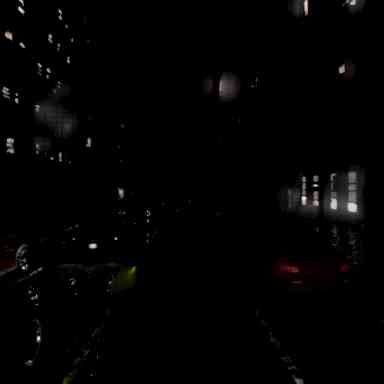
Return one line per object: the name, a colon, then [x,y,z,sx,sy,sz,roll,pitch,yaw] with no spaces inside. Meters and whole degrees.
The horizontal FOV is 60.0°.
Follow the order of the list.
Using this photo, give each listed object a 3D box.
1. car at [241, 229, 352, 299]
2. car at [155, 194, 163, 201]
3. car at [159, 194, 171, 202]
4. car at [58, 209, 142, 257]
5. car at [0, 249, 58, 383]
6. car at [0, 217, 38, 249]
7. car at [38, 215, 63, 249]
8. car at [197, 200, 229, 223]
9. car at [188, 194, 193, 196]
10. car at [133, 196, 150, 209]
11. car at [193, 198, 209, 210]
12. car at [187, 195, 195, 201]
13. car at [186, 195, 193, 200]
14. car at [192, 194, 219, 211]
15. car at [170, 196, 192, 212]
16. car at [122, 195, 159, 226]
car: [2.302,1.552,8.140,1.802,1.307,4.206,-1,0,-2]
car: [-8.456,1.359,85.459,1.967,1.590,4.097,-1,0,-2]
car: [-5.256,1.460,68.658,1.895,1.301,4.718,0,0,-2]
car: [-3.288,1.569,12.799,1.994,1.385,4.181,0,0,-2]
car: [-2.916,1.582,2.828,1.994,1.385,4.181,0,0,-2]
car: [-5.579,1.470,7.825,1.967,1.590,4.097,-1,0,-2]
car: [-5.782,1.604,13.371,1.802,1.307,4.206,-1,0,-2]
car: [1.681,1.514,24.775,1.947,1.339,4.313,-1,0,-2]
car: [0.653,1.475,52.501,1.947,1.339,4.313,-1,0,-2]
car: [-7.017,1.418,46.642,1.967,1.590,4.097,-1,0,-2]
car: [1.065,1.508,41.410,1.802,1.307,4.206,-1,0,-2]
car: [-0.381,1.393,80.396,1.752,1.417,4.829,-1,0,-2]
car: [-0.785,1.432,91.317,1.802,1.307,4.206,-1,0,-2]
car: [1.470,1.256,30.319,2.192,1.841,5.009,-1,0,-2]
car: [-1.245,1.475,37.604,1.812,1.442,4.674,0,0,-2]
car: [-3.650,1.343,22.888,2.097,1.767,4.553,0,0,-2]
